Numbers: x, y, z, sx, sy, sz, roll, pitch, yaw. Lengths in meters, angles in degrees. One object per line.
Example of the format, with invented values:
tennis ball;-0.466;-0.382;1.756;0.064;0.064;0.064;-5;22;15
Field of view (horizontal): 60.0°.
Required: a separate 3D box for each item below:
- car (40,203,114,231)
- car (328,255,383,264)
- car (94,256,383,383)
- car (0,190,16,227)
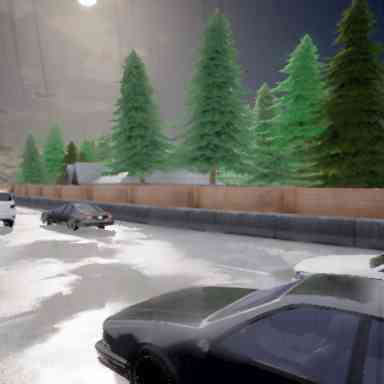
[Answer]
car;-6.498;1.290;18.536;5.357;1.411;2.033;1;1;43
car;4.060;1.545;5.466;4.674;1.442;1.812;1;1;36
car;1.474;1.547;2.987;5.357;1.411;2.033;1;1;36
car;-11.842;0.878;18.793;5.566;2.045;2.150;1;1;44
